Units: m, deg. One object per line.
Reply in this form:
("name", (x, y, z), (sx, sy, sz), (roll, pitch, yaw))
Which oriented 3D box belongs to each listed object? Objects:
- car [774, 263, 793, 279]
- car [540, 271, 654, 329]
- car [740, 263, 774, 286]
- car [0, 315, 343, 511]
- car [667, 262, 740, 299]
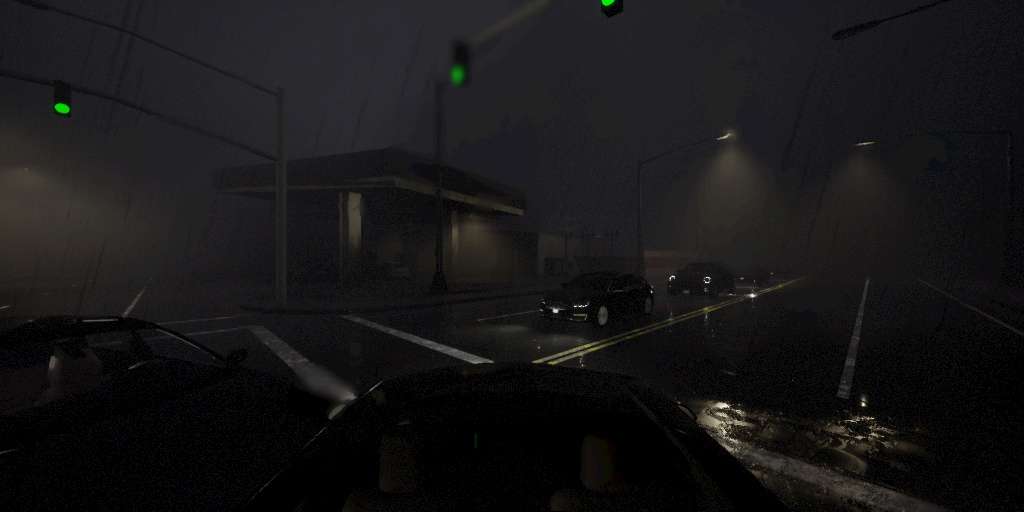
("car", (23.833, 1.314, 32.319), (4.181, 1.385, 1.994), (0, 0, -44))
("car", (2.900, 1.255, 11.543), (1.837, 1.490, 4.892), (0, 0, 45))
("car", (16.688, 1.314, 25.277), (1.994, 1.385, 4.181), (0, 0, 44))
("car", (-3.417, 1.242, 2.536), (4.902, 1.511, 2.128), (0, 0, 15))
("car", (9.750, 1.102, 18.378), (4.553, 1.767, 2.097), (0, 0, -45))
